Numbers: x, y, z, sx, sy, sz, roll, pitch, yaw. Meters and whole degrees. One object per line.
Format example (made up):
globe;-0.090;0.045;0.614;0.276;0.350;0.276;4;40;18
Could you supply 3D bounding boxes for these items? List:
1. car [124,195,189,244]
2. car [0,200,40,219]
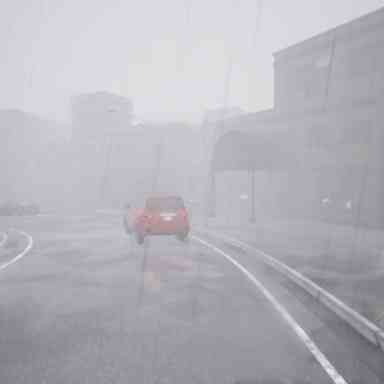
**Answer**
car;-1.844;1.137;15.840;2.150;2.045;5.566;-1;1;-19
car;-16.091;1.526;29.989;5.008;1.535;1.882;-1;2;23
